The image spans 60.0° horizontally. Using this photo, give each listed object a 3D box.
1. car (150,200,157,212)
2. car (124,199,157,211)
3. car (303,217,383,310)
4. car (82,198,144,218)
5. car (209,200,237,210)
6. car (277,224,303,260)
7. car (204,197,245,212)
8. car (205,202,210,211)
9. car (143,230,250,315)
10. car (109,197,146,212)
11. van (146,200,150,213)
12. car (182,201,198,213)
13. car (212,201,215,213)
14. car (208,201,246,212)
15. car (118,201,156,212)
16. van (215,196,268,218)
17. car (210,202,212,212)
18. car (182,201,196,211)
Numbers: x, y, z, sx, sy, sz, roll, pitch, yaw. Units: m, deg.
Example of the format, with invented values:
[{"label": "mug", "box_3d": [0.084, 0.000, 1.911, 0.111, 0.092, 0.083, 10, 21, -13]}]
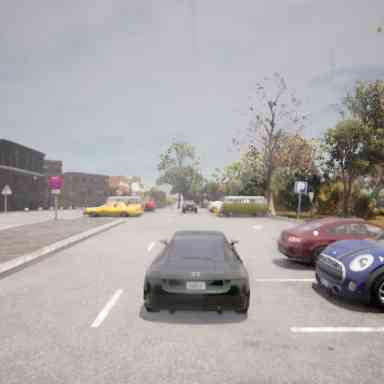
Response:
[{"label": "car", "box_3d": [-7.529, 1.673, 43.790, 5.566, 2.045, 2.435, 0, -2, -1]}, {"label": "car", "box_3d": [-7.614, 1.980, 49.737, 4.553, 1.767, 2.185, 0, -2, -1]}, {"label": "car", "box_3d": [5.106, 1.352, 7.155, 4.553, 1.767, 2.185, 0, 0, 0]}, {"label": "car", "box_3d": [-7.611, 1.649, 31.639, 5.366, 1.575, 1.946, 0, -1, -1]}, {"label": "car", "box_3d": [5.615, 2.342, 59.785, 4.553, 1.767, 2.097, 1, -3, -18]}, {"label": "car", "box_3d": [5.029, 1.521, 10.325, 4.674, 1.452, 2.002, 0, 0, -1]}, {"label": "car", "box_3d": [4.625, 1.785, 47.753, 5.566, 2.045, 2.435, 0, -2, -1]}, {"label": "car", "box_3d": [4.705, 1.622, 42.293, 5.566, 2.045, 2.435, 0, -2, -1]}, {"label": "car", "box_3d": [0.156, 1.566, 7.675, 1.994, 1.385, 4.181, 0, 0, 3]}, {"label": "car", "box_3d": [-7.425, 1.578, 34.561, 4.553, 1.767, 2.185, 0, -1, -1]}, {"label": "van", "box_3d": [-7.371, 1.544, 37.600, 4.442, 1.987, 1.878, 0, -1, -1]}, {"label": "car", "box_3d": [-0.255, 1.907, 41.650, 1.812, 1.442, 4.674, 0, -1, -1]}, {"label": "car", "box_3d": [5.004, 1.681, 33.913, 5.366, 1.575, 1.946, 0, -1, -1]}, {"label": "car", "box_3d": [4.687, 1.956, 45.078, 4.892, 1.521, 2.231, 0, -2, -1]}, {"label": "car", "box_3d": [-7.596, 2.013, 46.699, 5.008, 1.535, 2.097, 0, -2, -1]}, {"label": "van", "box_3d": [4.730, 1.409, 31.121, 4.442, 1.987, 1.878, 0, -1, -1]}, {"label": "car", "box_3d": [4.978, 1.734, 36.574, 5.366, 1.575, 1.946, 0, -1, -1]}, {"label": "car", "box_3d": [-0.464, 2.160, 51.523, 1.882, 1.535, 5.008, 0, -2, 2]}]
